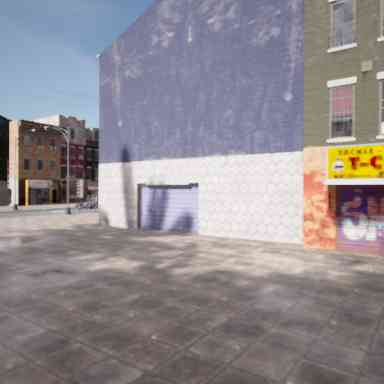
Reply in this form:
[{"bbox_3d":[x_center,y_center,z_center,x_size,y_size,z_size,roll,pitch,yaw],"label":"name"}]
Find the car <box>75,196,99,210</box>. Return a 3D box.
[{"bbox_3d":[-10.565,1.193,37.818,2.033,1.411,5.357,1,1,36],"label":"car"}]
